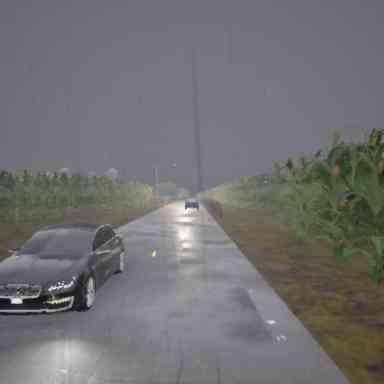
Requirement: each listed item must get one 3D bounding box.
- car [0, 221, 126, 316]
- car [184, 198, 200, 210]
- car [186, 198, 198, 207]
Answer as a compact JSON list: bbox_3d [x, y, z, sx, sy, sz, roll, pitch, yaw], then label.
[{"bbox_3d":[-2.833,1.517,7.820,1.837,1.490,4.892,0,0,0],"label":"car"},{"bbox_3d":[-0.003,1.592,43.942,1.882,1.535,5.008,0,0,0],"label":"car"},{"bbox_3d":[-0.003,1.706,54.365,1.812,1.442,4.674,0,0,0],"label":"car"}]
